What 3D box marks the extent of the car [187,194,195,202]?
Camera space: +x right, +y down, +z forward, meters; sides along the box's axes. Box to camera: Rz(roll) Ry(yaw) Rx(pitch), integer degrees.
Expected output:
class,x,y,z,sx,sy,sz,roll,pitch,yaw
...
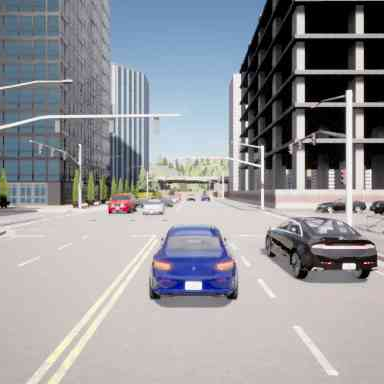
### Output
class,x,y,z,sx,sy,sz,roll,pitch,yaw
car,-0.152,1.593,78.251,1.895,1.301,4.718,0,0,0

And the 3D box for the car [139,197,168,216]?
class,x,y,z,sx,sy,sz,roll,pitch,yaw
car,-3.663,1.496,32.194,1.812,1.442,4.674,0,0,0

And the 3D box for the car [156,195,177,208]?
class,x,y,z,sx,sy,sz,roll,pitch,yaw
car,-3.692,1.547,48.312,2.033,1.411,5.357,0,0,0

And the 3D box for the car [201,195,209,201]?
class,x,y,z,sx,sy,sz,roll,pitch,yaw
car,3.332,1.483,86.991,1.837,1.490,4.892,0,0,0

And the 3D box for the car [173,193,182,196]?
class,x,y,z,sx,sy,sz,roll,pitch,yaw
car,-3.654,1.215,79.638,2.150,2.045,5.566,0,0,0

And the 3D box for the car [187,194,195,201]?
class,x,y,z,sx,sy,sz,roll,pitch,yaw
car,-0.168,1.339,86.954,2.097,1.767,4.553,0,0,0

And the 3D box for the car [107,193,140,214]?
class,x,y,z,sx,sy,sz,roll,pitch,yaw
car,-7.171,1.183,34.601,2.150,2.045,5.566,0,1,-1

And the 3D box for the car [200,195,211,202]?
class,x,y,z,sx,sy,sz,roll,pitch,yaw
car,3.349,1.522,77.916,1.812,1.442,4.674,0,0,0

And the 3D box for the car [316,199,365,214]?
class,x,y,z,sx,sy,sz,roll,pitch,yaw
car,15.516,1.436,34.631,4.902,1.511,2.128,0,0,0

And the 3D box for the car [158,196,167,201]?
class,x,y,z,sx,sy,sz,roll,pitch,yaw
car,-7.156,1.582,80.529,1.895,1.301,4.718,0,0,0

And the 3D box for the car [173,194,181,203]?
class,x,y,z,sx,sy,sz,roll,pitch,yaw
car,-3.670,1.601,64.353,1.895,1.301,4.718,0,0,0

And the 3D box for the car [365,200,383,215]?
class,x,y,z,sx,sy,sz,roll,pitch,yaw
car,19.762,1.166,31.142,5.566,2.045,2.150,0,0,0

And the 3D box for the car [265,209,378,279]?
class,x,y,z,sx,sy,sz,roll,pitch,yaw
car,3.560,1.492,10.038,2.128,1.511,4.902,0,0,-1

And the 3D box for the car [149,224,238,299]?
class,x,y,z,sx,sy,sz,roll,pitch,yaw
car,0.044,1.526,8.314,1.812,1.442,4.674,0,0,0
